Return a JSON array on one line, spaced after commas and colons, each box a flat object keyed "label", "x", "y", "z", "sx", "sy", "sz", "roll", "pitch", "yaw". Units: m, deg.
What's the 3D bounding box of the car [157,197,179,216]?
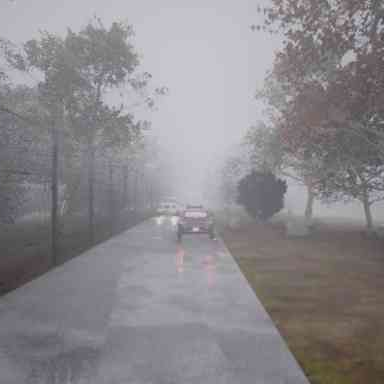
[{"label": "car", "x": -2.614, "y": 1.596, "z": 37.509, "sx": 2.150, "sy": 2.045, "sz": 5.566, "roll": 0, "pitch": -1, "yaw": 1}]

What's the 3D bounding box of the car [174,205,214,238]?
[{"label": "car", "x": 0.187, "y": 1.618, "z": 18.003, "sx": 1.812, "sy": 1.442, "sz": 4.674, "roll": 0, "pitch": -1, "yaw": 0}]

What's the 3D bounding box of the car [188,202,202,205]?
[{"label": "car", "x": 0.316, "y": 1.828, "z": 36.205, "sx": 1.882, "sy": 1.535, "sz": 5.008, "roll": 0, "pitch": -1, "yaw": 0}]
